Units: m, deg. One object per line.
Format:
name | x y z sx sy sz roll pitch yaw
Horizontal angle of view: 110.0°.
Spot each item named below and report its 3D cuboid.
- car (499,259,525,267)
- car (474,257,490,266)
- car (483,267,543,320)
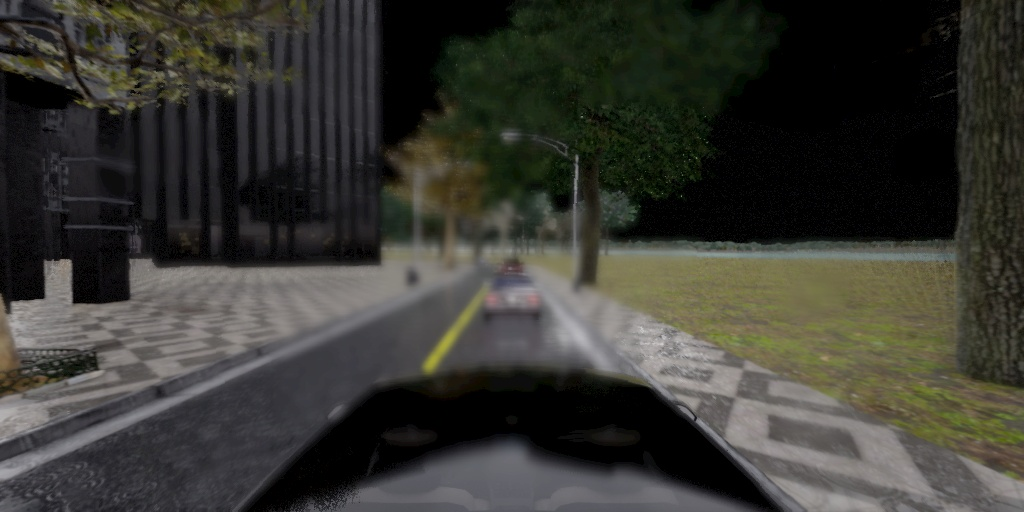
car | 0.028 1.009 29.519 2.097 1.767 4.553 0 0 0
car | -5.016 0.919 59.395 2.128 1.511 4.902 0 1 -16
car | 0.032 1.280 12.504 2.033 1.411 5.357 0 0 0
